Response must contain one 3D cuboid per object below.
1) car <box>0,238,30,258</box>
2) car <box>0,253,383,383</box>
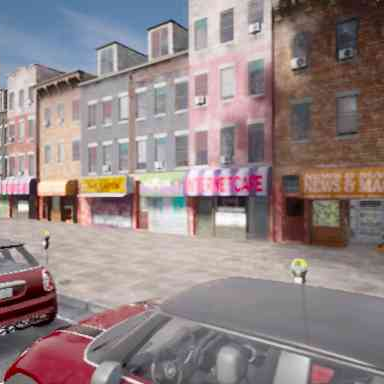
[{"bbox_3d":[-4.247,1.480,5.837,4.097,1.590,1.967,0,0,35],"label":"car"},{"bbox_3d":[0.269,1.448,2.616,4.097,1.590,1.967,0,0,35],"label":"car"}]
